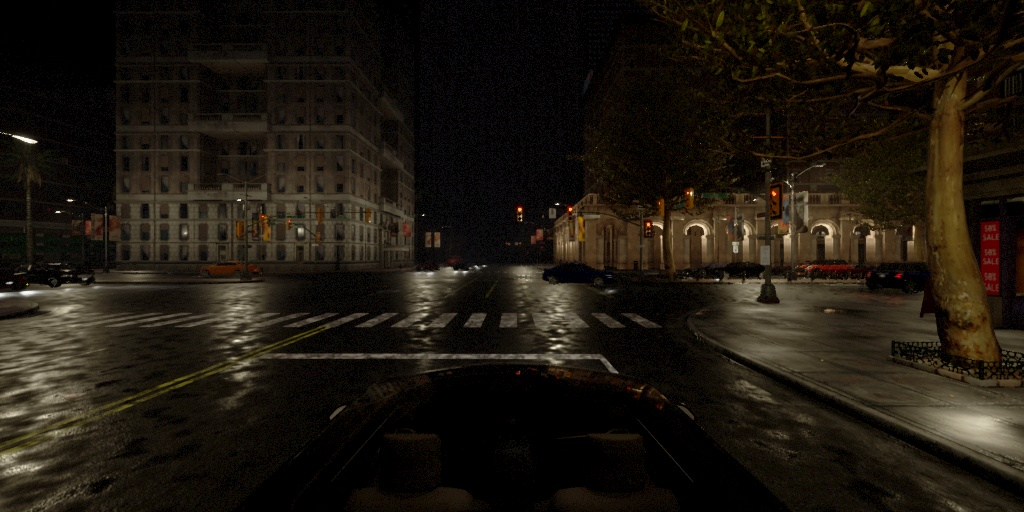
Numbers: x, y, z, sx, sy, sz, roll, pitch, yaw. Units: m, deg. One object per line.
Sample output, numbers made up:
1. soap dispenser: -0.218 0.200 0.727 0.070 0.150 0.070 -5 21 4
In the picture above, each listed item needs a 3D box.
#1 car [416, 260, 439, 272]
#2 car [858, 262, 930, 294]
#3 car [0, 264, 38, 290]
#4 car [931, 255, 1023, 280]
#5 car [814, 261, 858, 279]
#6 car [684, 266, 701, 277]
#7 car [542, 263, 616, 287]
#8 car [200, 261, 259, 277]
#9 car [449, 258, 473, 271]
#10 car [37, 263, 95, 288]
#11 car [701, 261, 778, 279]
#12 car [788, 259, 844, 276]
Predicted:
1. car: -10.722 1.275 45.905 1.812 1.442 4.674 0 0 5
2. car: 22.234 1.102 19.455 4.553 1.767 2.097 0 0 1
3. car: -29.798 1.314 19.875 4.181 1.385 1.994 0 0 1
4. car: 40.273 0.971 30.980 5.566 2.045 2.150 0 0 1
5. car: 29.575 1.351 31.082 4.718 1.301 1.895 0 0 1
6. car: 19.642 1.297 34.664 5.357 1.411 2.033 0 0 1
7. car: 4.500 1.227 24.438 5.008 1.535 1.882 0 1 27
8. car: -27.522 1.227 35.011 5.008 1.535 1.882 0 0 0
9. car: -6.815 1.297 48.313 2.033 1.411 5.357 0 0 -3
10. car: -30.240 1.241 23.386 4.902 1.511 2.128 0 0 1
11. car: 19.698 1.228 31.163 5.008 1.535 1.882 0 0 0
12. car: 29.931 1.102 34.577 4.553 1.767 2.097 0 0 0
